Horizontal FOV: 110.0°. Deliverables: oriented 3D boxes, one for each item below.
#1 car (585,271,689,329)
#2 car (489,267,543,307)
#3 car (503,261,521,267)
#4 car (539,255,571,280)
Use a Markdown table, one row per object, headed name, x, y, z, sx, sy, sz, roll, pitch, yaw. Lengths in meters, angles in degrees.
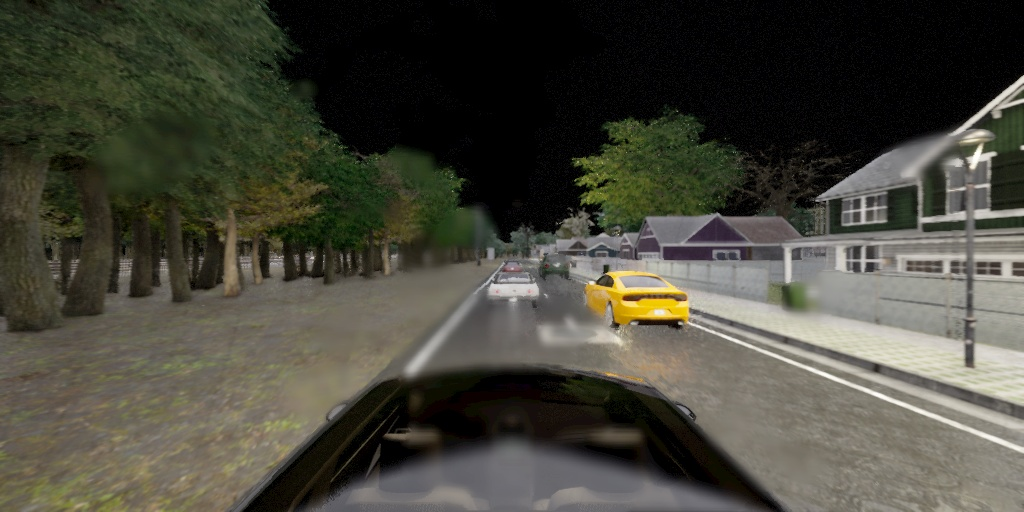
| name | x | y | z | sx | sy | sz | roll | pitch | yaw |
| --- | --- | --- | --- | --- | --- | --- | --- | --- | --- |
| car | 3.581 | 1.210 | 11.187 | 1.882 | 1.535 | 5.008 | 0 | 0 | 0 |
| car | 0.075 | 1.323 | 15.222 | 1.895 | 1.301 | 4.718 | 0 | 0 | 0 |
| car | 0.030 | 1.228 | 37.954 | 1.994 | 1.385 | 4.181 | 0 | 0 | 0 |
| car | 3.545 | 0.905 | 30.322 | 2.150 | 2.045 | 5.566 | 0 | 0 | 0 |
